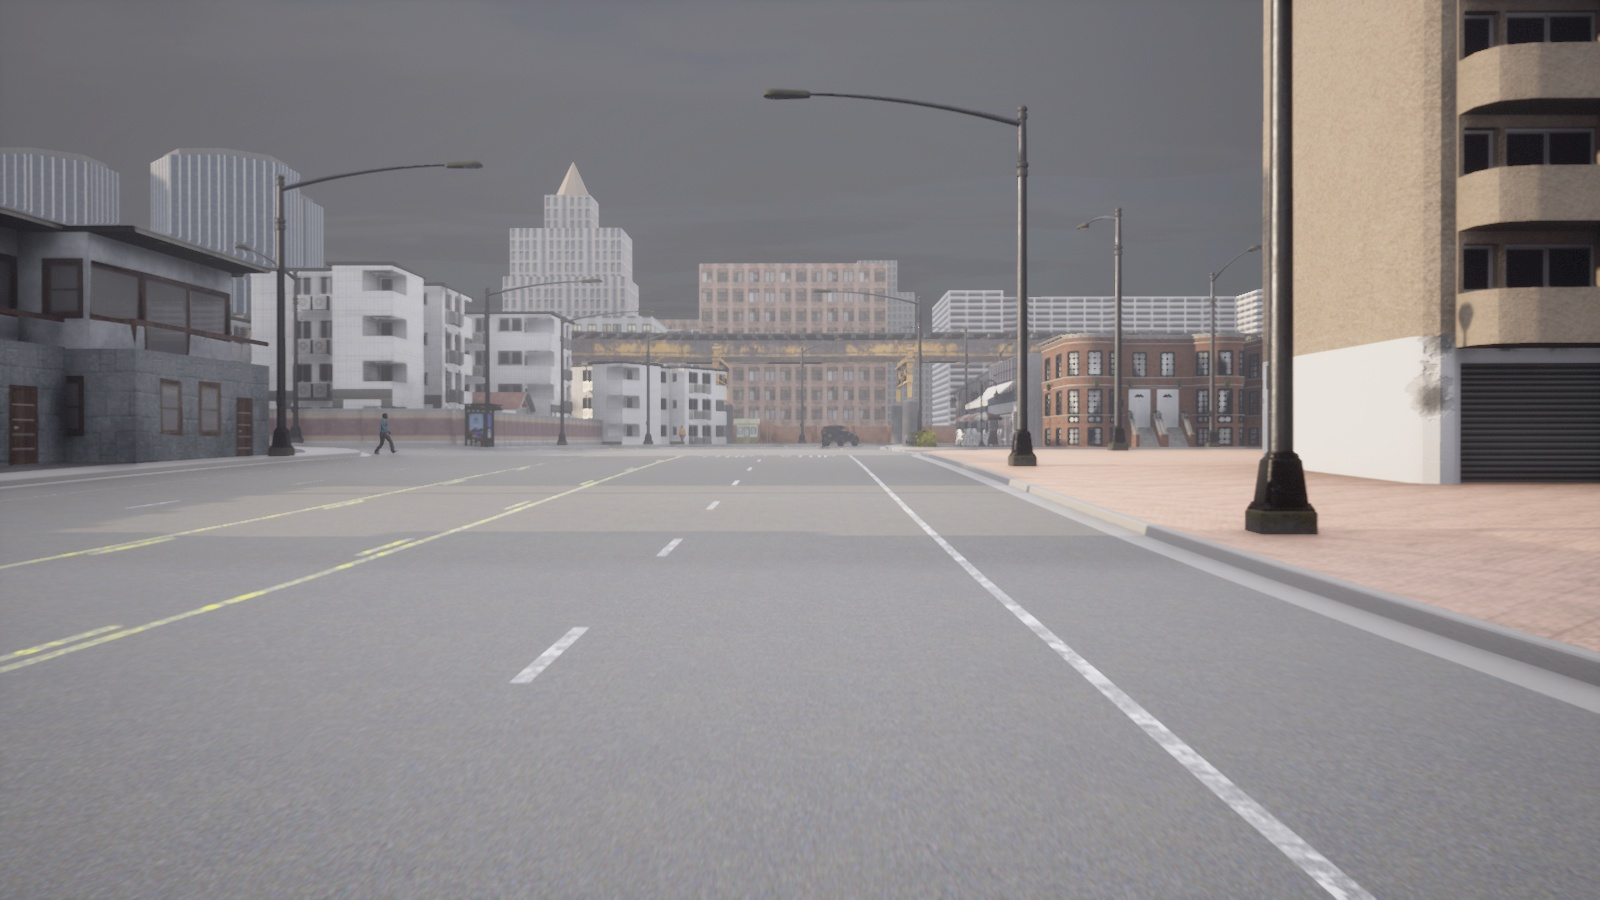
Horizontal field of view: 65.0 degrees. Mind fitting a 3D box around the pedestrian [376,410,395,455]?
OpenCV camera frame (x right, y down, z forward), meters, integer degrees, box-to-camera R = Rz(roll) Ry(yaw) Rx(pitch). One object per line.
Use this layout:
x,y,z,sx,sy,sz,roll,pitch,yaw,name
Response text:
-17.777,-0.755,53.836,0.692,1.930,0.396,0,0,-3,pedestrian
